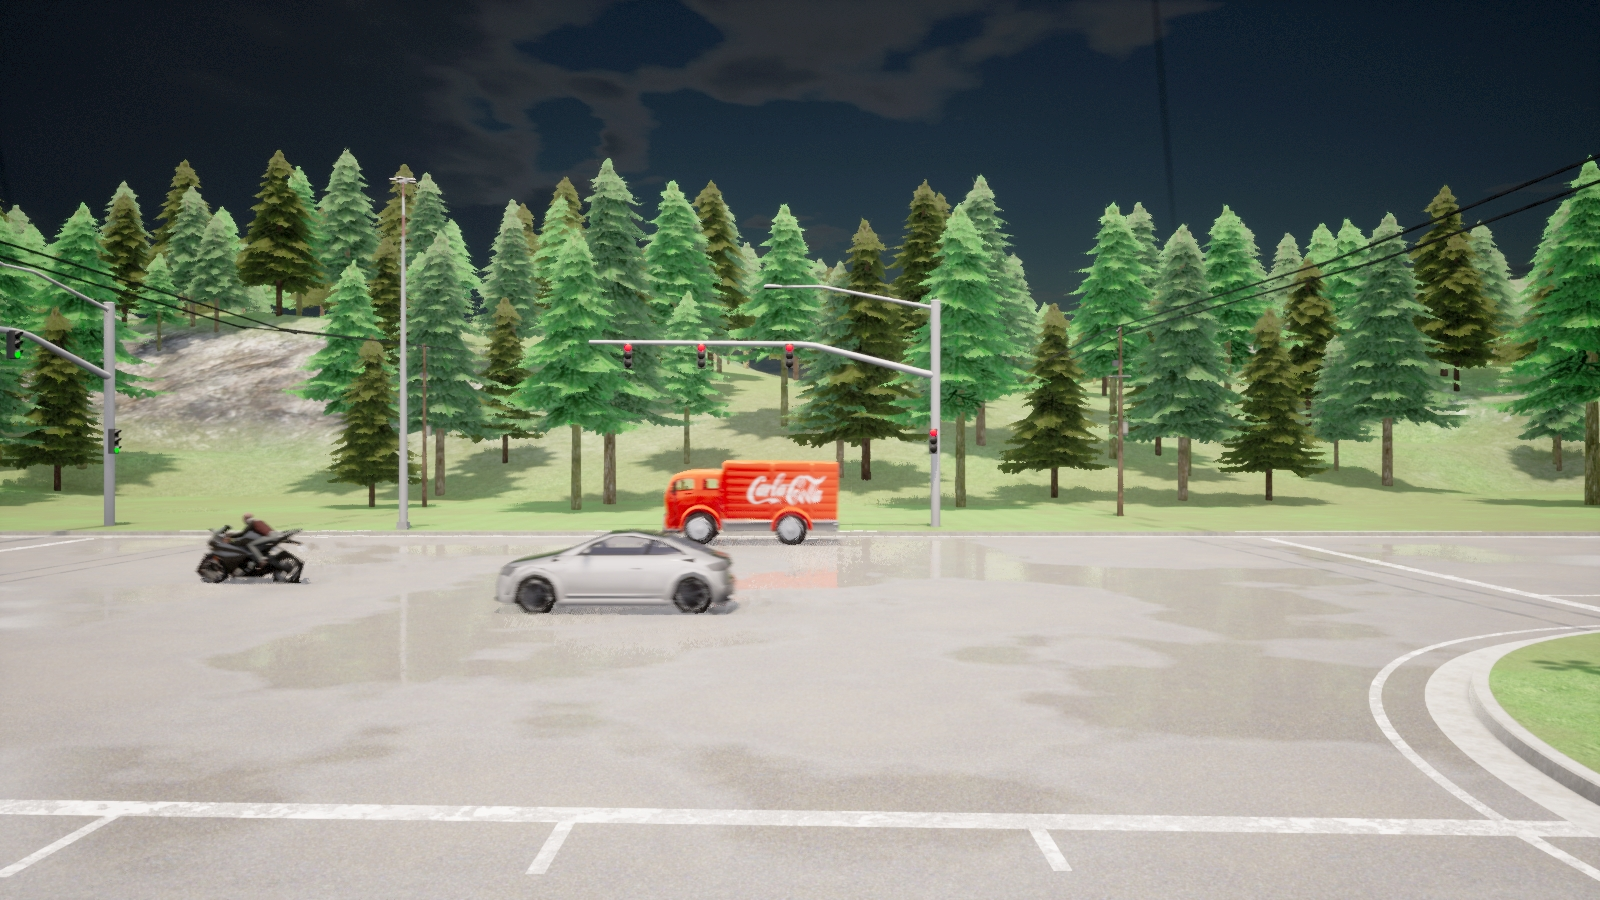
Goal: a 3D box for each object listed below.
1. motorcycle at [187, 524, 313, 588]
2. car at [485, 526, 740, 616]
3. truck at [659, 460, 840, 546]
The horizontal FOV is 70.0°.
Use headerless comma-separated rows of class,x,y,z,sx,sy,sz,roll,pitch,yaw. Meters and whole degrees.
motorcycle,-11.441,2.189,23.802,2.209,1.251,0.867,0,0,0
car,-3.213,2.105,20.252,4.181,1.385,1.994,0,0,0
truck,-1.447,1.545,34.242,5.204,2.467,2.627,0,0,0
